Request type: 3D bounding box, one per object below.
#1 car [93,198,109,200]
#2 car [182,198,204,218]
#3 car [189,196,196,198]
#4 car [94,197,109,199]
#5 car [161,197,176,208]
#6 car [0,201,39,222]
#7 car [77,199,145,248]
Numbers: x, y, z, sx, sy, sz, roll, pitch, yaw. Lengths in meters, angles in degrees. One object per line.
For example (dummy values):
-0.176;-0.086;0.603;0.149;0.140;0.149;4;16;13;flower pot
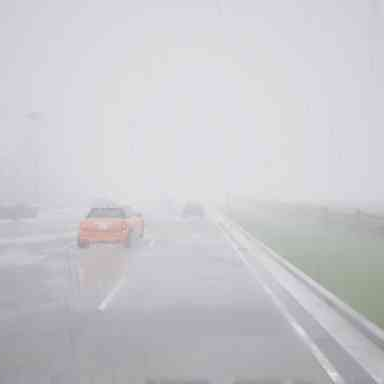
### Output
-6.907;1.514;27.272;1.837;1.490;4.892;0;0;0;car
0.090;1.536;30.240;1.812;1.442;4.674;0;0;0;car
0.081;1.475;57.000;1.801;1.575;5.366;0;0;0;car
-10.413;1.364;38.928;2.097;1.767;4.553;0;0;0;car
-3.417;1.520;47.823;1.837;1.490;4.892;0;0;0;car
-13.908;1.485;26.289;1.882;1.535;5.008;0;0;0;car
-3.406;1.357;14.821;2.097;1.767;4.553;0;0;0;car
